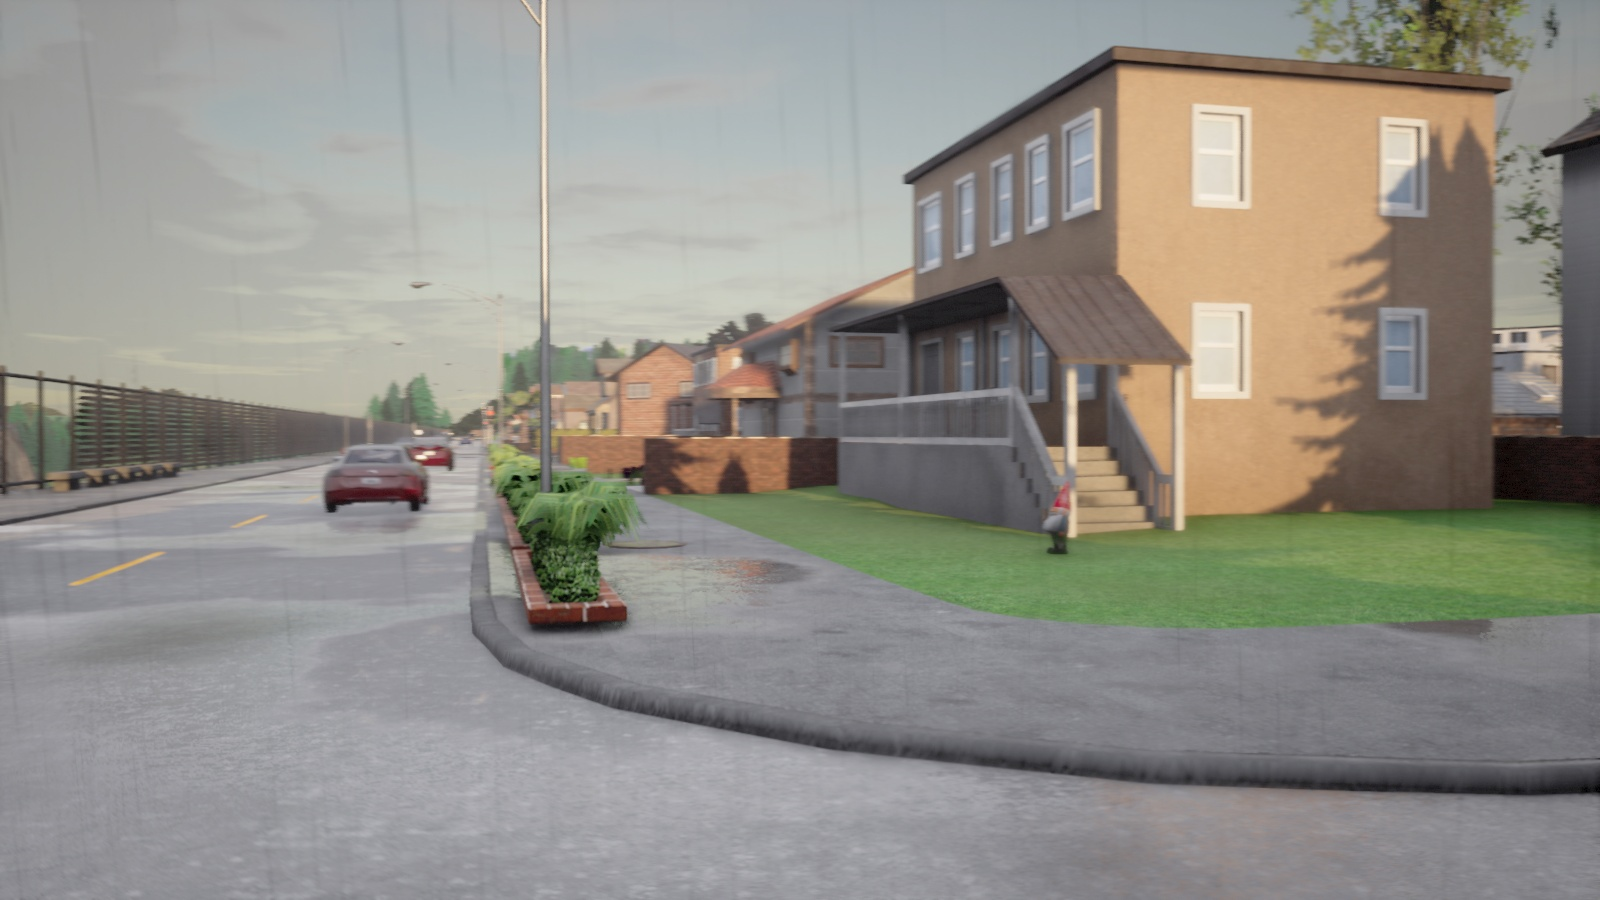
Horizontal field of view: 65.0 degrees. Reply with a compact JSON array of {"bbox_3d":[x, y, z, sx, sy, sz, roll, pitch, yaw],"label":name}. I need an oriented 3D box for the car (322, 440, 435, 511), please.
[{"bbox_3d":[-9.086,0.499,27.374,1.994,1.385,4.181,0,1,-14],"label":"car"}]

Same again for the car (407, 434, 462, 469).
[{"bbox_3d":[-16.165,0.040,55.749,2.163,1.488,4.792,0,1,-14],"label":"car"}]
